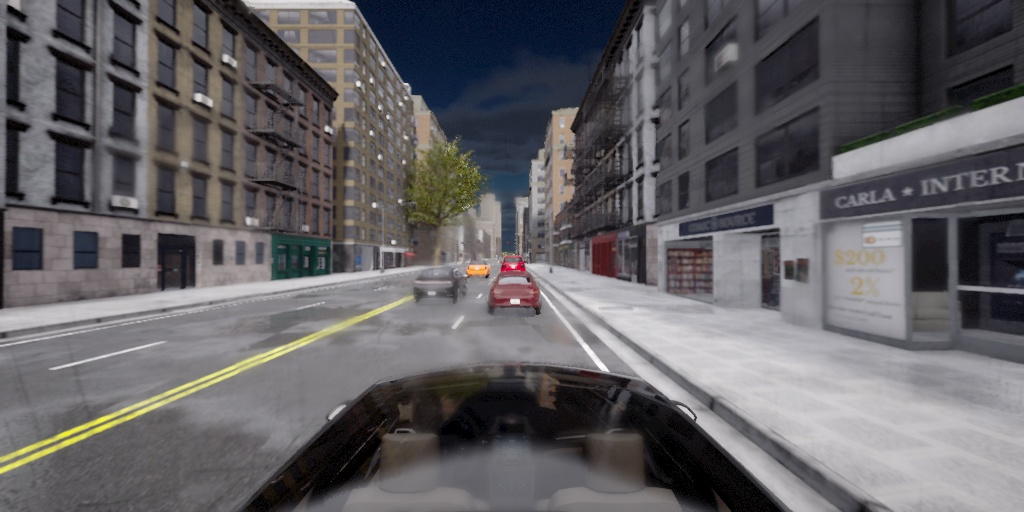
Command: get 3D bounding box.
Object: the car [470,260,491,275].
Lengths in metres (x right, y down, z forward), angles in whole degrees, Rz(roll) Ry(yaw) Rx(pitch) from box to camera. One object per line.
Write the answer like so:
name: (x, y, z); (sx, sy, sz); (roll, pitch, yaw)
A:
car: (-3.147, 1.147, 34.536); (2.097, 1.767, 4.553); (0, 0, 0)

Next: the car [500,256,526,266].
car: (0.102, 1.013, 32.034); (2.150, 2.045, 5.566); (0, 0, 0)

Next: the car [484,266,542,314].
car: (0.101, 1.289, 13.749); (1.812, 1.442, 4.674); (0, 0, 0)

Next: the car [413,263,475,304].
car: (-3.149, 1.259, 16.540); (2.128, 1.511, 4.902); (0, 0, 0)
